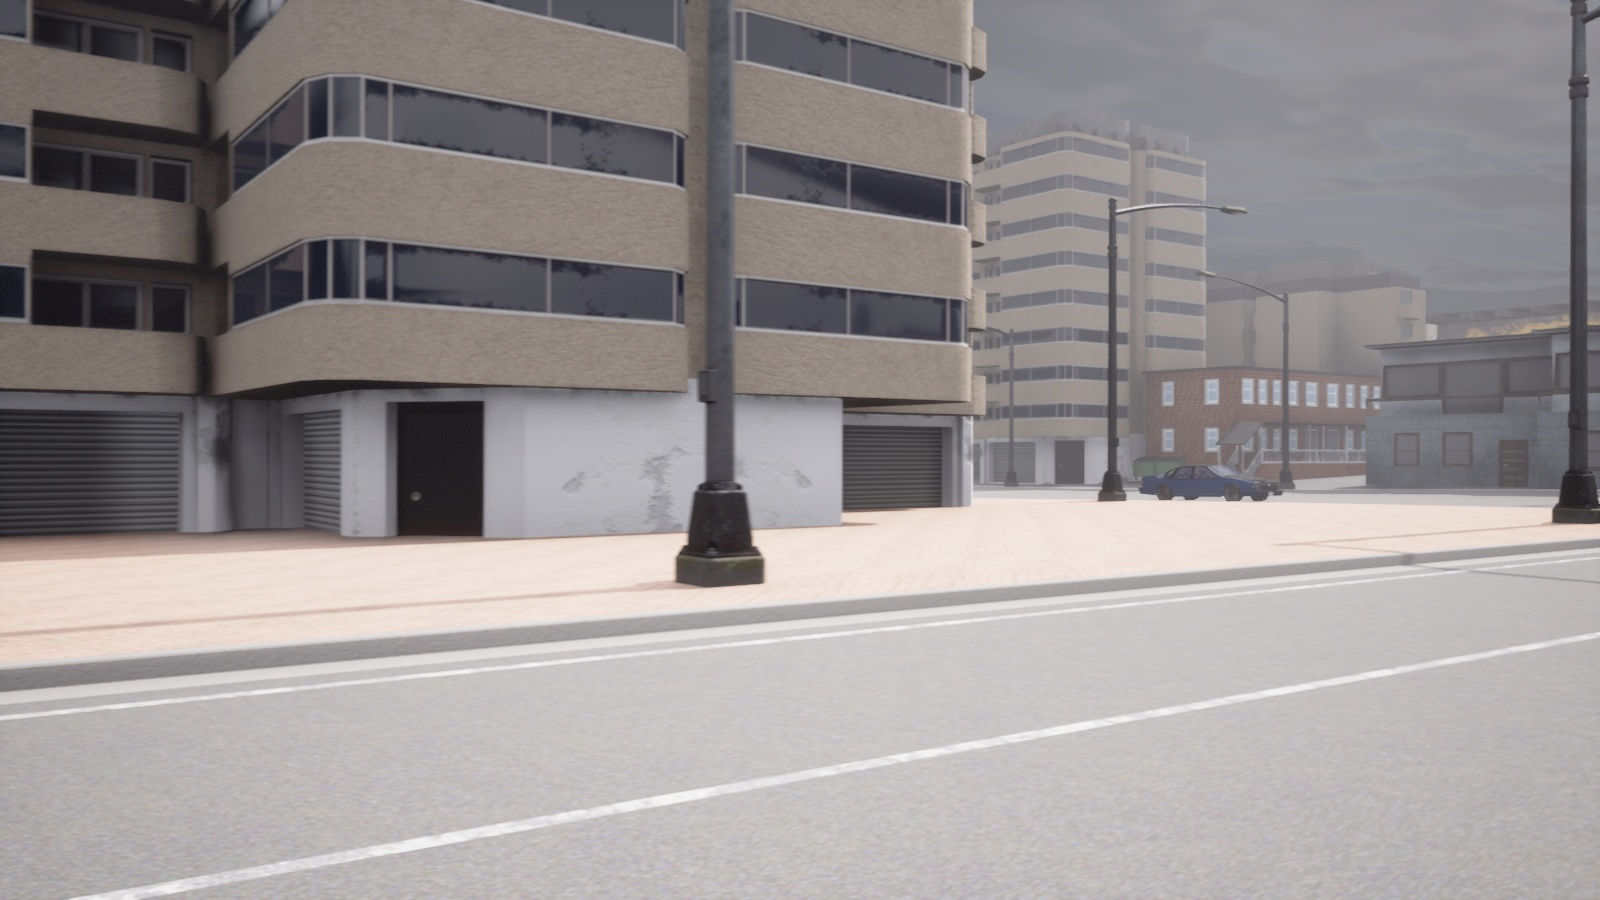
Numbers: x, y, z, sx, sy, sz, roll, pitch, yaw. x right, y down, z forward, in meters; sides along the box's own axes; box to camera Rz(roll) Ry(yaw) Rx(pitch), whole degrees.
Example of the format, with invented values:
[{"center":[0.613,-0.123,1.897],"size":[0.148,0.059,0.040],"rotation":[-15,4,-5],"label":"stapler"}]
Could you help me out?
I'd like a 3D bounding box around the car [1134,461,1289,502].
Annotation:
[{"center":[15.353,1.181,47.151],"size":[2.033,1.411,5.357],"rotation":[0,-1,-36],"label":"car"}]
